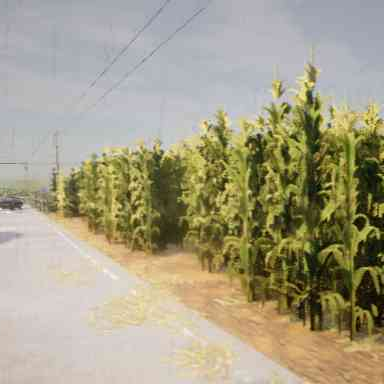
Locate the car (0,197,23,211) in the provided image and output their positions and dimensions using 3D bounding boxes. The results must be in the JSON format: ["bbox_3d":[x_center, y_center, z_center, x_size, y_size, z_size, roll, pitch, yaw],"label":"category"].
[{"bbox_3d":[-21.008,1.321,38.200,2.033,1.411,5.357,-2,1,-12],"label":"car"}]
